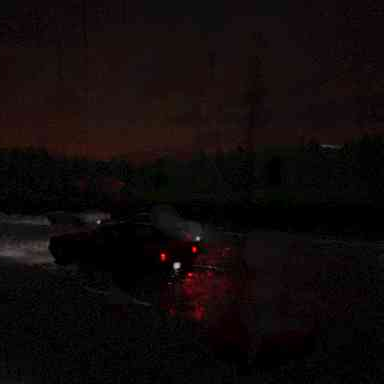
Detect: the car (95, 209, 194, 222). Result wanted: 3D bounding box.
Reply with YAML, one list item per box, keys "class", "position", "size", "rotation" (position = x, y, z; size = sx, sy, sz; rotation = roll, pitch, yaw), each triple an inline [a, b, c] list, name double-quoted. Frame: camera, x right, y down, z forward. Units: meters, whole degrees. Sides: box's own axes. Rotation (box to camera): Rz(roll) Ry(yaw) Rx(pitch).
- class: "car"
  position: [-1.651, 1.525, 13.766]
  size: [4.674, 1.442, 1.812]
  rotation: [0, 0, 35]

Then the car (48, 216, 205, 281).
- class: "car"
  position: [-2.185, 1.601, 9.846]
  size: [4.718, 1.301, 1.895]
  rotation: [0, 0, 35]

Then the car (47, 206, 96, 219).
- class: "car"
  position: [-7.721, 1.600, 22.387]
  size: [4.718, 1.301, 1.895]
  rotation: [0, 0, 35]
